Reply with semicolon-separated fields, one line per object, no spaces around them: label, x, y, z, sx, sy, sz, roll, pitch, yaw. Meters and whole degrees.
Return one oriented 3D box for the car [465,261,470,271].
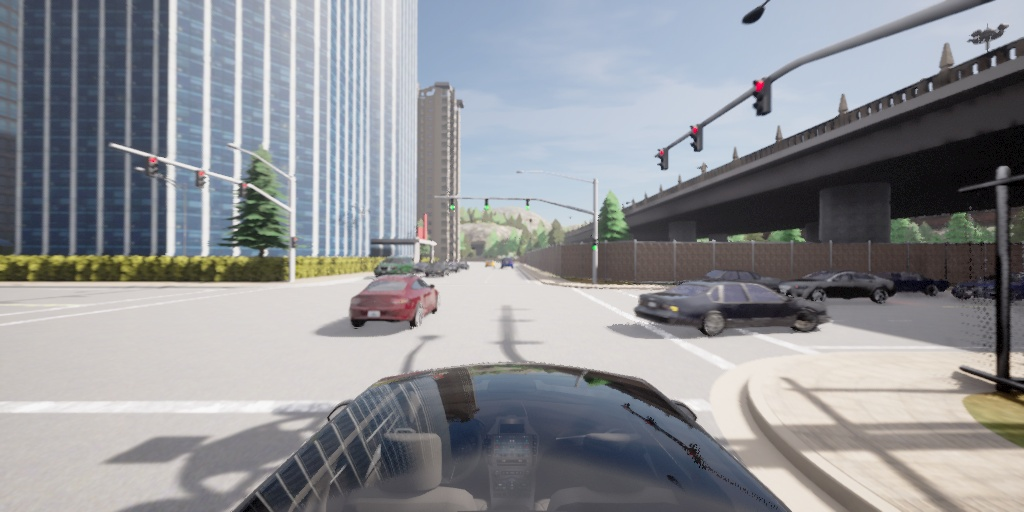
car;-7.777;1.535;56.078;1.994;1.385;4.181;0;0;1

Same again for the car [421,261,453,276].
car;-7.598;1.388;36.886;1.837;1.490;4.892;0;0;-1

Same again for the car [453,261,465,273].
car;-7.709;1.417;46.096;2.128;1.511;4.902;0;0;-1

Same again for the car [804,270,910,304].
car;15.487;1.433;17.284;4.902;1.511;2.128;0;0;-1

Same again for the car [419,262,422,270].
car;-11.190;1.449;44.139;2.033;1.411;5.357;0;0;-1

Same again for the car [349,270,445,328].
car;-3.558;1.331;11.467;1.812;1.442;4.674;0;0;-1

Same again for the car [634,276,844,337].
car;6.307;1.410;10.375;5.357;1.411;2.033;1;-1;-12

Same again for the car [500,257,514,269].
car;-0.844;1.253;62.972;2.150;2.045;5.566;0;0;-1

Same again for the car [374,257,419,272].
car;-11.016;1.077;33.956;2.150;2.045;5.566;0;0;3

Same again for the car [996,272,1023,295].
car;32.017;1.627;21.036;4.718;1.301;1.895;0;0;-1

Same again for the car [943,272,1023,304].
car;24.441;1.504;17.414;4.674;1.442;1.812;0;0;-1

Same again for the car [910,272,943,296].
car;22.091;1.586;20.887;4.718;1.301;1.895;0;0;-1

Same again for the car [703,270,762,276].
car;12.503;1.493;20.737;5.357;1.411;2.033;0;0;-1
